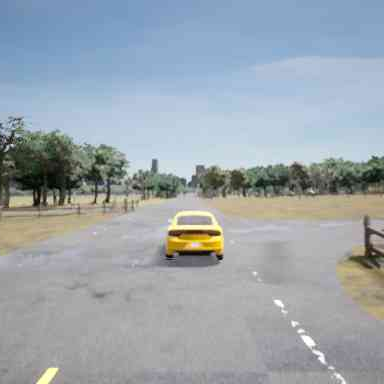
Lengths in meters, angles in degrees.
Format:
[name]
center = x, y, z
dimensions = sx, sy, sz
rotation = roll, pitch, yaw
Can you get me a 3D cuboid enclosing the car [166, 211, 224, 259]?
[car]
center = 0.087, 1.461, 12.573
dimensions = 1.882, 1.535, 5.008
rotation = 0, 0, 0
